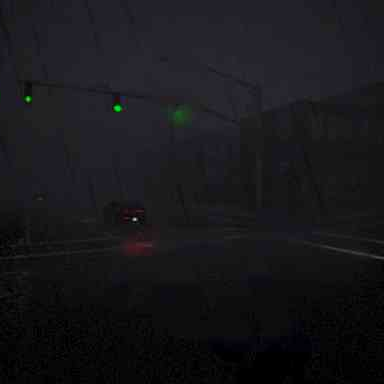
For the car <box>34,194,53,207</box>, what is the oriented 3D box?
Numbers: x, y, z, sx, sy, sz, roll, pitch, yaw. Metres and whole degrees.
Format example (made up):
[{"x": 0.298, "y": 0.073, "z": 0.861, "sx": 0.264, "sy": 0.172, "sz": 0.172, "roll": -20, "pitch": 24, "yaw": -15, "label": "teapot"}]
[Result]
[{"x": -18.277, "y": 0.996, "z": 40.974, "sx": 2.128, "sy": 1.511, "sz": 4.902, "roll": -1, "pitch": 1, "yaw": -26, "label": "car"}]

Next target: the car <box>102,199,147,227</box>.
[{"x": -4.210, "y": 1.207, "z": 20.339, "sx": 1.837, "sy": 1.490, "sz": 4.892, "roll": -1, "pitch": 1, "yaw": -26, "label": "car"}]
